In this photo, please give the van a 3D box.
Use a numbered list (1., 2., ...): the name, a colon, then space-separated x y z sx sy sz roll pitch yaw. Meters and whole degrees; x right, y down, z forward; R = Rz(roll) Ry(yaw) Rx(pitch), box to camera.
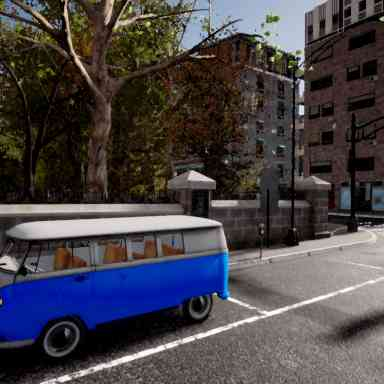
1. van: -1.220 1.342 5.631 3.998 1.788 1.690 0 1 -36
